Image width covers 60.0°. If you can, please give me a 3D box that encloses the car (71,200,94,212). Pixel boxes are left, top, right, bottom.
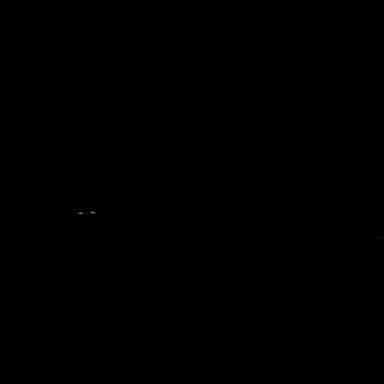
[{"bbox_3d":[-14.227,1.766,43.128,1.837,1.490,4.892,0,0,-35],"label":"car"}]
